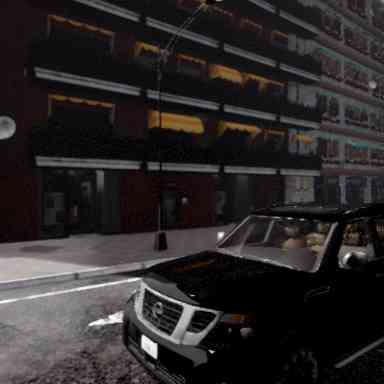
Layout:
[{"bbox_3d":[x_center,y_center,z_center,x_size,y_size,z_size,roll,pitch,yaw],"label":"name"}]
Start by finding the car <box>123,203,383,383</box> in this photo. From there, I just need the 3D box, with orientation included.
[{"bbox_3d":[1.800,1.219,5.017,5.566,2.045,2.150,0,0,-36],"label":"car"}]

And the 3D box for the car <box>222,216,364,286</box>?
[{"bbox_3d":[3.134,1.560,10.026,4.181,1.385,1.994,0,0,-36],"label":"car"}]
